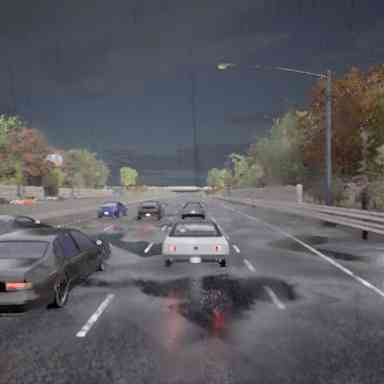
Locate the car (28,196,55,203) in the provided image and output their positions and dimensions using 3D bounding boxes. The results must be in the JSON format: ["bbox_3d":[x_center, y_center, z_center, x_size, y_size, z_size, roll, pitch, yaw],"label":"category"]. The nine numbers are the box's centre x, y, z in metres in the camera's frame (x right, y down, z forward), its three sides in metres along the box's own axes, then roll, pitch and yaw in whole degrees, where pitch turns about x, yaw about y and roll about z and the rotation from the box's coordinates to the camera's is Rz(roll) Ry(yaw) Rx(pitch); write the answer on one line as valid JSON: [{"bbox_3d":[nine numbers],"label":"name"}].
[{"bbox_3d":[-21.048,1.638,47.777,1.895,1.301,4.718,0,0,0],"label":"car"}]

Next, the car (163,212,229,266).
[{"bbox_3d":[0.106,1.602,11.481,1.895,1.301,4.718,0,0,0],"label":"car"}]

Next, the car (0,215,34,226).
[{"bbox_3d":[-6.895,1.567,12.656,1.994,1.385,4.181,0,0,0],"label":"car"}]

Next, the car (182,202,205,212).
[{"bbox_3d":[0.111,1.577,28.789,1.994,1.385,4.181,0,0,0],"label":"car"}]

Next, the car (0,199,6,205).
[{"bbox_3d":[-28.038,1.584,47.068,2.033,1.411,5.357,0,0,1],"label":"car"}]

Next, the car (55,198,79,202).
[{"bbox_3d":[-17.552,1.585,48.486,2.033,1.411,5.357,0,0,0],"label":"car"}]

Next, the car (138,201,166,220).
[{"bbox_3d":[-3.388,1.517,28.099,1.837,1.490,4.892,0,0,0],"label":"car"}]

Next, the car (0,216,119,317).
[{"bbox_3d":[-3.396,1.548,7.775,2.033,1.411,5.357,0,0,0],"label":"car"}]

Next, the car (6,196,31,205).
[{"bbox_3d":[-24.540,1.391,48.646,2.097,1.767,4.553,0,0,0],"label":"car"}]

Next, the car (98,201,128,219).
[{"bbox_3d":[-6.888,1.539,29.090,1.812,1.442,4.674,0,0,0],"label":"car"}]
